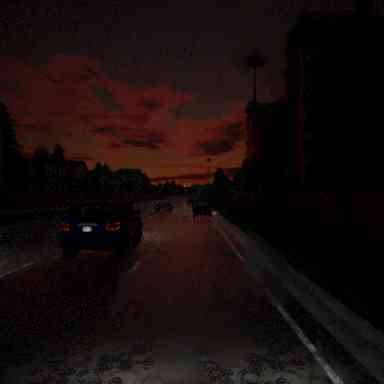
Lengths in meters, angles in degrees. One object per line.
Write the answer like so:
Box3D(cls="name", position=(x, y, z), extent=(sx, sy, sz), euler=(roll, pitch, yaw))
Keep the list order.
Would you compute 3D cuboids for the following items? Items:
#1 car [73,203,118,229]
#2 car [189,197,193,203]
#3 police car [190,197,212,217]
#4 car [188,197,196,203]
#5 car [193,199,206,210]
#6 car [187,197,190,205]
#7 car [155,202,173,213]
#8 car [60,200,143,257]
Box3D(cls="car", position=(-6.907, 1.655, 24.352), extent=(1.882, 1.535, 5.008), euler=(0, 0, 0))
Box3D(cls="car", position=(1.037, 1.676, 44.564), extent=(2.097, 1.767, 4.553), euler=(0, 0, 0))
Box3D(cls="police car", position=(1.040, 1.679, 34.703), extent=(1.930, 1.638, 5.238), euler=(0, 0, 0))
Box3D(cls="car", position=(-0.024, 2.047, 86.628), extent=(2.128, 1.511, 4.902), euler=(0, 0, 0))
Box3D(cls="car", position=(1.036, 1.847, 50.592), extent=(1.882, 1.535, 5.008), euler=(0, 0, 0))
Box3D(cls="car", position=(-0.020, 1.913, 71.629), extent=(1.837, 1.490, 4.892), euler=(0, 0, 0))
Box3D(cls="car", position=(-3.412, 1.901, 41.194), extent=(1.895, 1.301, 4.718), euler=(0, 0, 0))
Box3D(cls="car", position=(-3.402, 1.320, 13.462), extent=(2.150, 2.045, 5.566), euler=(0, 0, 0))
